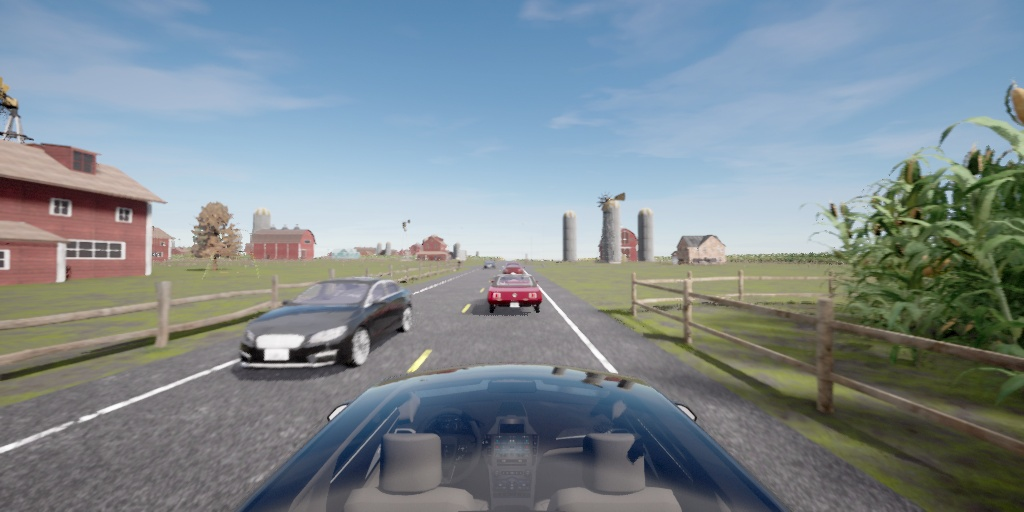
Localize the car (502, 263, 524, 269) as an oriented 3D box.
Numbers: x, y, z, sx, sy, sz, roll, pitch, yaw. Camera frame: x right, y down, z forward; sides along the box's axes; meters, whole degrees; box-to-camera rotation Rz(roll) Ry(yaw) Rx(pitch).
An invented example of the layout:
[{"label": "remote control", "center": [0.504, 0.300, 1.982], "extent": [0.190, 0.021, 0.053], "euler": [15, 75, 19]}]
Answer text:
[{"label": "car", "center": [0.094, 1.311, 32.251], "extent": [1.812, 1.442, 4.674], "euler": [0, 0, 0]}]

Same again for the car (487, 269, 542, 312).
[{"label": "car", "center": [0.097, 1.361, 14.279], "extent": [1.895, 1.301, 4.718], "euler": [0, 0, 0]}]

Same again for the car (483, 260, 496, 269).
[{"label": "car", "center": [-3.532, 1.362, 57.904], "extent": [1.812, 1.442, 4.674], "euler": [0, 0, 0]}]

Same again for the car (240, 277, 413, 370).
[{"label": "car", "center": [-3.603, 1.246, 7.941], "extent": [2.128, 1.511, 4.902], "euler": [0, 0, 0]}]
